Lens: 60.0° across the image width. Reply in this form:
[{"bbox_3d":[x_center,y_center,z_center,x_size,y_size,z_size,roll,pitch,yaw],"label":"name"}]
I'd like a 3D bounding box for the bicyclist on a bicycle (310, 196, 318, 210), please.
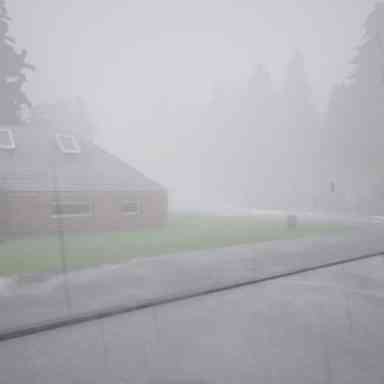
[{"bbox_3d":[14.391,1.336,39.239,1.656,1.620,0.582,0,0,-35],"label":"bicyclist on a bicycle"}]

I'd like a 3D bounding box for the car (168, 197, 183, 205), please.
[{"bbox_3d":[-3.601,1.536,57.165,2.033,1.411,5.357,0,0,-35],"label":"car"}]
